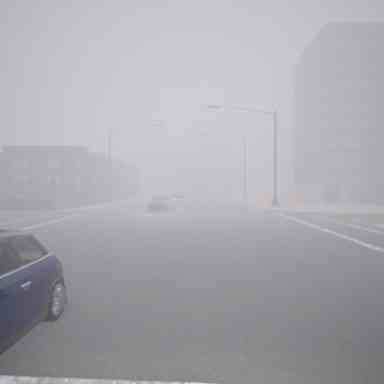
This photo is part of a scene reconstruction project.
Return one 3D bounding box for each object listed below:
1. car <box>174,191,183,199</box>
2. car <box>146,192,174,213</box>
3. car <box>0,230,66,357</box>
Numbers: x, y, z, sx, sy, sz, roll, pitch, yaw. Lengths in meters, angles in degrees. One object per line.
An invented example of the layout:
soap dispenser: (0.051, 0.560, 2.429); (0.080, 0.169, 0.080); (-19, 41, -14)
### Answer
car: (-2.596, 0.548, 57.993); (1.994, 1.385, 4.181); (0, 1, 1)
car: (-3.028, 1.026, 30.849); (1.882, 1.535, 5.008); (0, 1, 1)
car: (-3.447, 1.417, 4.378); (2.097, 1.767, 4.553); (0, 0, 1)
